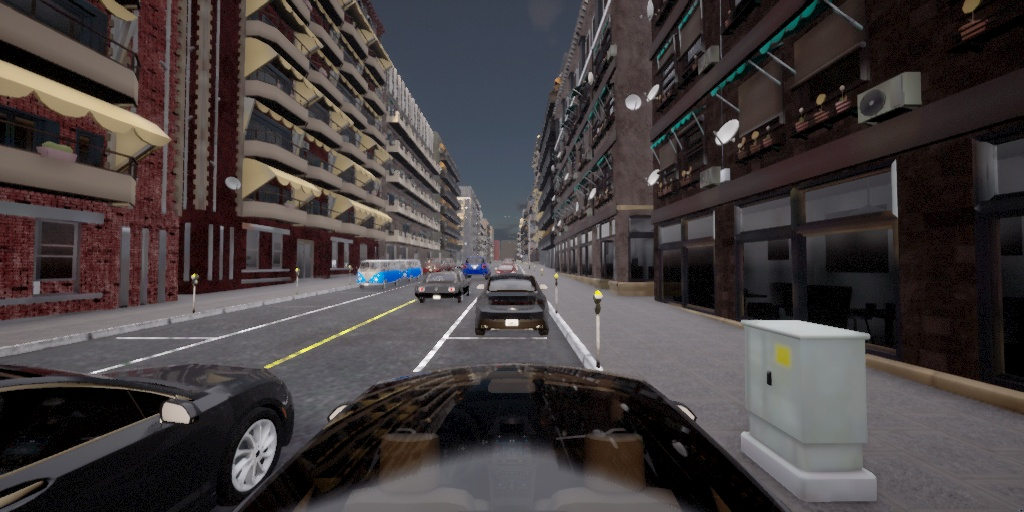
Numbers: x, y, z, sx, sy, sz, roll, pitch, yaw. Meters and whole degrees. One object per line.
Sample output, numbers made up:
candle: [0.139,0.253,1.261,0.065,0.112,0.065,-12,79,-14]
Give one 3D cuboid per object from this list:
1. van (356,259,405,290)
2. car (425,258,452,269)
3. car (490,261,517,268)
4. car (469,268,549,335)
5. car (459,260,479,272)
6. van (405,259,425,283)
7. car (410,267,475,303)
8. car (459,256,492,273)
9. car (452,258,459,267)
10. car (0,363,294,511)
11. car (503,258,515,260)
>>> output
van: [-8.335,1.107,22.603,1.690,1.789,3.998,0,0,0]
car: [-8.335,1.114,39.194,2.192,1.841,5.009,0,0,0]
car: [-0.452,1.321,28.073,1.888,1.381,4.507,0,0,0]
car: [0.000,1.258,10.503,1.837,1.490,4.892,0,0,0]
car: [-5.771,1.344,48.647,2.128,1.511,4.902,0,0,0]
van: [-8.335,1.117,28.134,1.690,1.789,3.998,0,0,0]
car: [-3.020,1.377,16.666,1.895,1.301,4.718,0,0,0]
car: [-3.020,1.042,31.673,2.150,2.045,5.566,0,0,0]
car: [-8.335,1.127,44.724,2.192,1.841,5.009,0,0,0]
car: [-3.020,1.256,1.501,1.837,1.490,4.892,0,0,0]
car: [-0.445,1.239,39.134,1.967,1.591,4.097,0,0,0]
